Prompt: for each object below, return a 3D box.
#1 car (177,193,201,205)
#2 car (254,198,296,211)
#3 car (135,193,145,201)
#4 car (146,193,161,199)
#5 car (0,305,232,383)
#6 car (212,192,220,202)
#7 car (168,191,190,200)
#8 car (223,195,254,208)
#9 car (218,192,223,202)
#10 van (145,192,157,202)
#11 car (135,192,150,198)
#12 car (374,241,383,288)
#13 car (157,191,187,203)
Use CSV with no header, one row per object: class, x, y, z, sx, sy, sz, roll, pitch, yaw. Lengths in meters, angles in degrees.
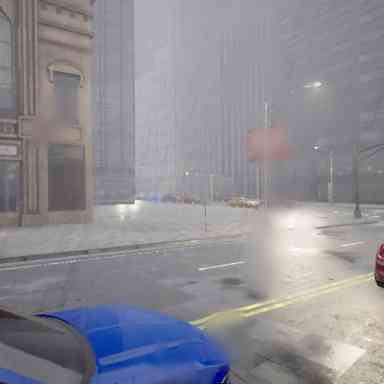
car,0.007,1.258,51.935,1.887,1.381,4.507,0,1,-35
car,9.755,1.399,38.161,1.887,1.381,4.507,0,1,-35
car,-9.742,1.108,65.708,2.008,1.369,4.403,0,1,-35
car,-9.280,0.925,79.813,1.802,1.307,4.206,0,1,-35
car,-1.943,1.478,2.064,5.008,1.535,1.882,0,0,-35
car,3.718,0.876,61.447,2.192,1.841,5.009,0,1,-35
car,-2.781,0.770,70.628,2.192,1.841,5.009,0,1,-35
car,6.603,1.336,42.614,1.752,1.417,4.829,0,1,-35
car,6.966,1.177,56.858,1.947,1.339,4.313,0,1,-35
van,-6.492,0.952,61.116,1.690,1.788,3.998,0,1,-35
car,-12.530,0.830,84.403,1.887,1.381,4.507,0,1,-35
car,6.348,1.349,7.870,4.553,1.767,2.097,0,0,-35
car,-3.242,0.978,56.524,2.192,1.841,5.009,0,1,-35
